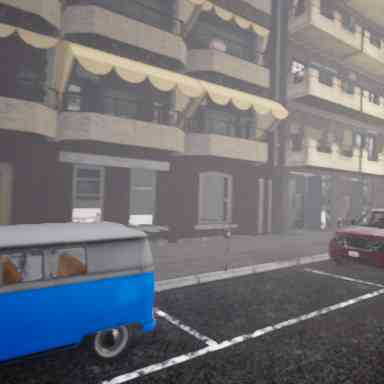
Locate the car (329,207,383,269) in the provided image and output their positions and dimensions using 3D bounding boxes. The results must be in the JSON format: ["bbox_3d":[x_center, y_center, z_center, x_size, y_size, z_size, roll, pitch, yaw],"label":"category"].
[{"bbox_3d":[6.580,1.447,10.767,5.009,1.841,2.192,1,1,-35],"label":"car"}]

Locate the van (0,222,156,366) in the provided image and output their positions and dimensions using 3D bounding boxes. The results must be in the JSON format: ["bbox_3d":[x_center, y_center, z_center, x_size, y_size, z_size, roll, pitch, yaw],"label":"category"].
[{"bbox_3d":[-2.423,1.346,4.342,3.998,1.788,1.690,1,1,-35],"label":"van"}]
